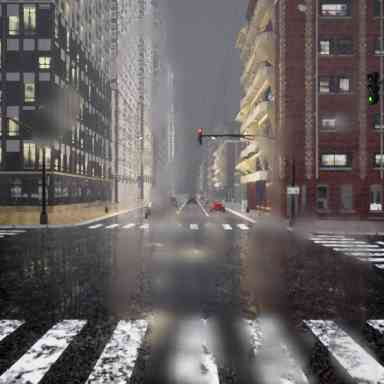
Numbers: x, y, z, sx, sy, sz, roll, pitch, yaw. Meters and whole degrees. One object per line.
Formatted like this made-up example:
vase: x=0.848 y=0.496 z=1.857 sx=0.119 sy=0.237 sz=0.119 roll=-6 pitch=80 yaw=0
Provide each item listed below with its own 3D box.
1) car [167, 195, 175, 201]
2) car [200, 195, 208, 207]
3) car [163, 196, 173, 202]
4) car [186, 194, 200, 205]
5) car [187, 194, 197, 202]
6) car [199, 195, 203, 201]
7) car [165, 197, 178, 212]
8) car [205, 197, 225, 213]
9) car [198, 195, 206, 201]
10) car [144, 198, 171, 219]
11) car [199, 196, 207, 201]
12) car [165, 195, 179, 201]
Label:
car: x=-5.697 y=1.595 z=89.709 sx=1.887 sy=1.381 sz=4.507 roll=0 pitch=0 yaw=0
car: x=2.688 y=1.567 z=50.170 sx=2.008 sy=1.369 sz=4.403 roll=0 pitch=0 yaw=0
car: x=-5.695 y=1.589 z=78.412 sx=2.008 sy=1.369 sz=4.403 roll=0 pitch=0 yaw=0
car: x=-0.003 y=1.548 z=59.851 sx=1.812 sy=1.442 sz=4.674 roll=0 pitch=0 yaw=0
car: x=-0.004 y=1.218 z=69.824 sx=2.097 sy=1.767 sz=4.553 roll=0 pitch=0 yaw=0
car: x=2.688 y=1.571 z=55.818 sx=2.008 sy=1.369 sz=4.403 roll=0 pitch=0 yaw=0
car: x=-3.085 y=1.574 z=39.539 sx=1.994 sy=1.385 sz=4.181 roll=0 pitch=0 yaw=1
car: x=2.739 y=1.591 z=37.253 sx=1.802 sy=1.307 sz=4.206 roll=0 pitch=0 yaw=0
car: x=2.684 y=1.491 z=89.710 sx=1.967 sy=1.590 sz=4.097 roll=0 pitch=0 yaw=0
car: x=-3.120 y=1.553 z=29.519 sx=2.033 sy=1.411 sz=5.357 roll=0 pitch=0 yaw=-4
car: x=2.684 y=1.626 z=84.061 sx=1.802 sy=1.307 sz=4.206 roll=0 pitch=0 yaw=0
car: x=-3.057 y=1.521 z=49.954 sx=1.837 sy=1.490 sz=4.892 roll=0 pitch=0 yaw=0
